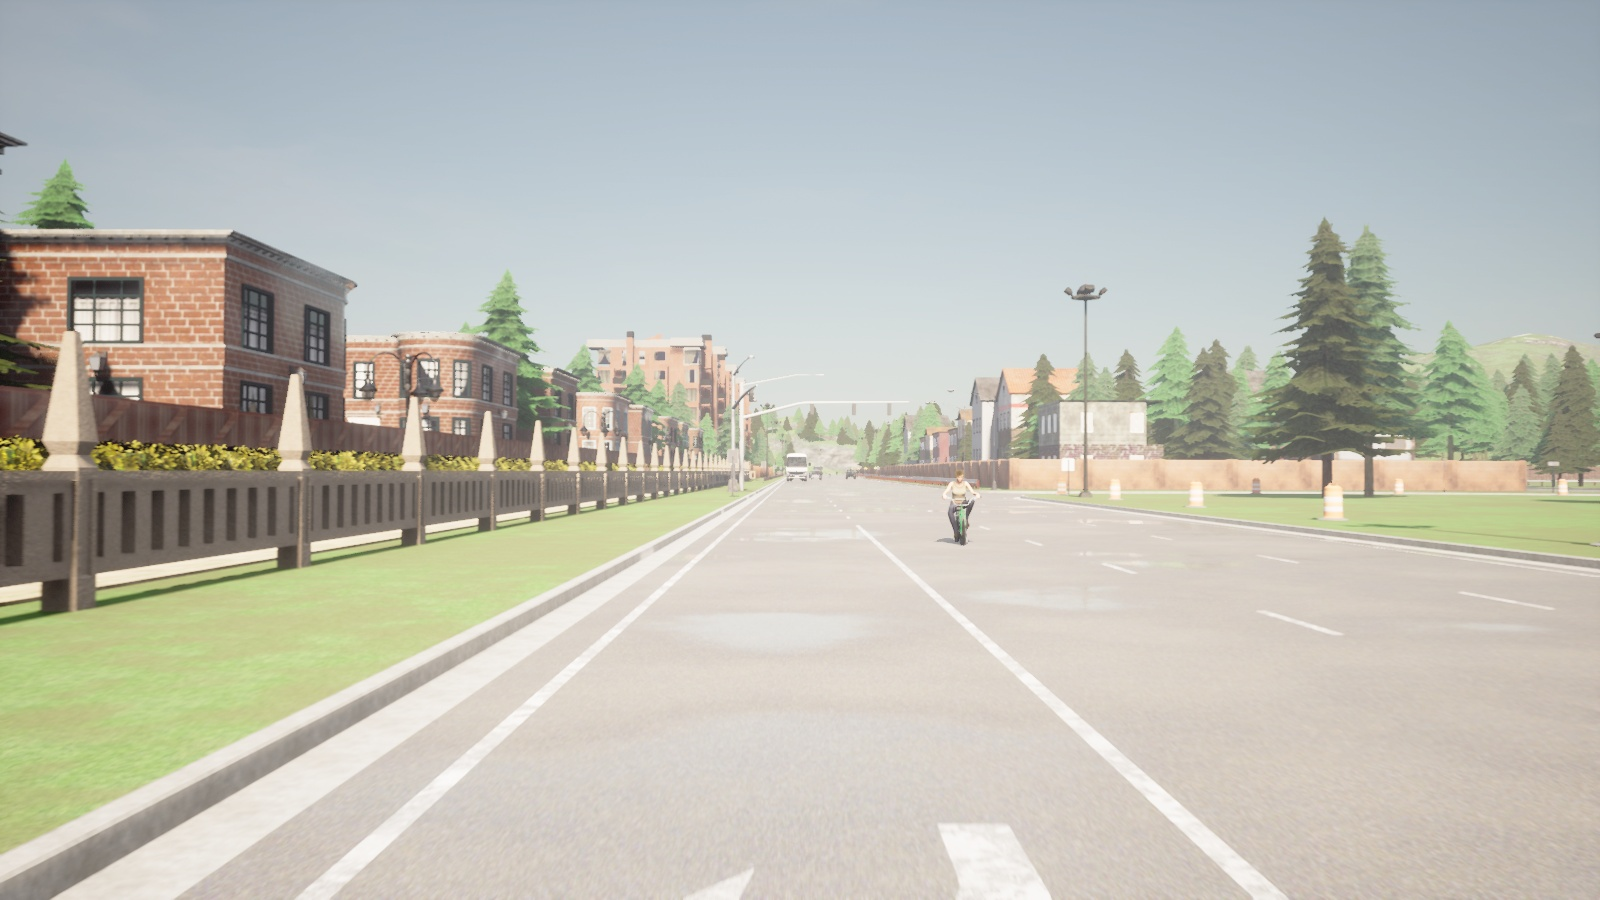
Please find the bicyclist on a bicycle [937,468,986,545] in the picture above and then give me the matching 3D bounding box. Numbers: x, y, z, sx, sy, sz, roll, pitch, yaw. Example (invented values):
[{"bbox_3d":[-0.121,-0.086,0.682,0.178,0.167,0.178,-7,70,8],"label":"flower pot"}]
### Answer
[{"bbox_3d":[3.439,1.187,26.871,0.866,1.612,1.509,0,-1,0],"label":"bicyclist on a bicycle"}]
